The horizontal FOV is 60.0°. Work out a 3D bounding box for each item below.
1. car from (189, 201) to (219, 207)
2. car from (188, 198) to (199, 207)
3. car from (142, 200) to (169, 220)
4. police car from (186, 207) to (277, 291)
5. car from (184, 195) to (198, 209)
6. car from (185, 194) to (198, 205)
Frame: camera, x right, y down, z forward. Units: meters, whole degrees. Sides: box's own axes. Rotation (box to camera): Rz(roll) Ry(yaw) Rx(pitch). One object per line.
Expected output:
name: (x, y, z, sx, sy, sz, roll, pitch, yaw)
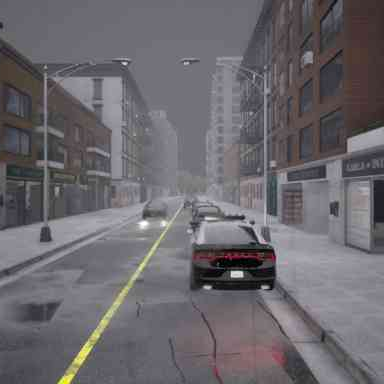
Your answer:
car: (0.869, 1.501, 19.057, 1.837, 1.490, 4.892, 0, 0, 0)
car: (0.858, 1.471, 25.058, 1.882, 1.535, 5.008, 0, 0, 0)
car: (-3.047, 1.469, 28.491, 1.882, 1.535, 5.008, 0, 0, 0)
police car: (0.886, 1.424, 9.168, 1.930, 1.638, 5.238, 0, 0, 0)
car: (-0.065, 1.328, 45.947, 2.097, 1.767, 4.553, 0, 0, 0)
car: (-0.100, 1.313, 59.535, 2.097, 1.767, 4.553, 0, 0, 0)
